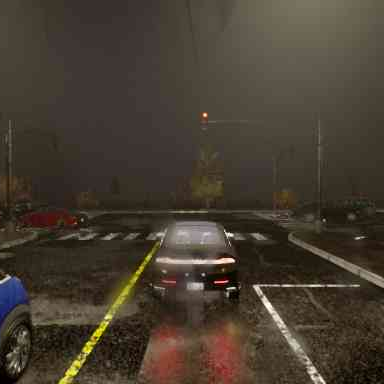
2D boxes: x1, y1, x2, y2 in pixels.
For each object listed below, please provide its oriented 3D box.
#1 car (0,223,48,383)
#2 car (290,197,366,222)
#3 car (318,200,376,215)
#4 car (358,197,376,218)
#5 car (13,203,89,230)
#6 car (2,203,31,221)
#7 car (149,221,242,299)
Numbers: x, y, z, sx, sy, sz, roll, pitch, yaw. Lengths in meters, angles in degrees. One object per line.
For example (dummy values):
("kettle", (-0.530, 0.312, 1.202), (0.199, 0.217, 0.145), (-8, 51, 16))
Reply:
("car", (-3.082, 1.351, 2.333), (2.097, 1.767, 4.553), (0, 0, 0))
("car", (10.014, 1.419, 25.155), (5.008, 1.535, 1.882), (0, 1, 1))
("car", (14.749, 1.430, 31.811), (4.718, 1.301, 1.895), (0, 1, -2))
("car", (13.144, 1.232, 28.529), (4.553, 1.767, 2.097), (0, 1, -1))
("car", (-8.843, 1.633, 21.363), (4.181, 1.385, 1.994), (-2, 0, 13))
("car", (-11.821, 1.576, 25.359), (4.892, 1.490, 1.837), (-1, 1, 1))
("car", (0.083, 1.489, 8.425), (2.128, 1.511, 4.902), (0, 0, 1))
